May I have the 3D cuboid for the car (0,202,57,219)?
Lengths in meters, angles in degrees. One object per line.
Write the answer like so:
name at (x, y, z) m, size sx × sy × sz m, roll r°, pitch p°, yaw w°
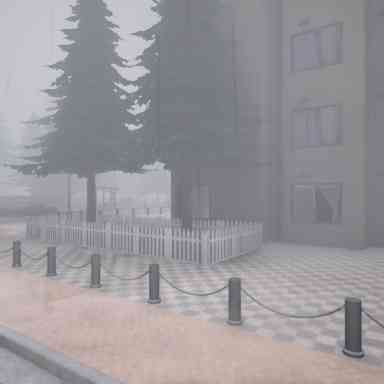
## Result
car at (-14.366, 1.585, 28.805) m, size 1.895 × 1.301 × 4.718 m, roll 0°, pitch 0°, yaw 37°

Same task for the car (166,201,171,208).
car at (-1.483, 1.477, 45.803) m, size 2.128 × 1.511 × 4.902 m, roll 0°, pitch 0°, yaw 37°
